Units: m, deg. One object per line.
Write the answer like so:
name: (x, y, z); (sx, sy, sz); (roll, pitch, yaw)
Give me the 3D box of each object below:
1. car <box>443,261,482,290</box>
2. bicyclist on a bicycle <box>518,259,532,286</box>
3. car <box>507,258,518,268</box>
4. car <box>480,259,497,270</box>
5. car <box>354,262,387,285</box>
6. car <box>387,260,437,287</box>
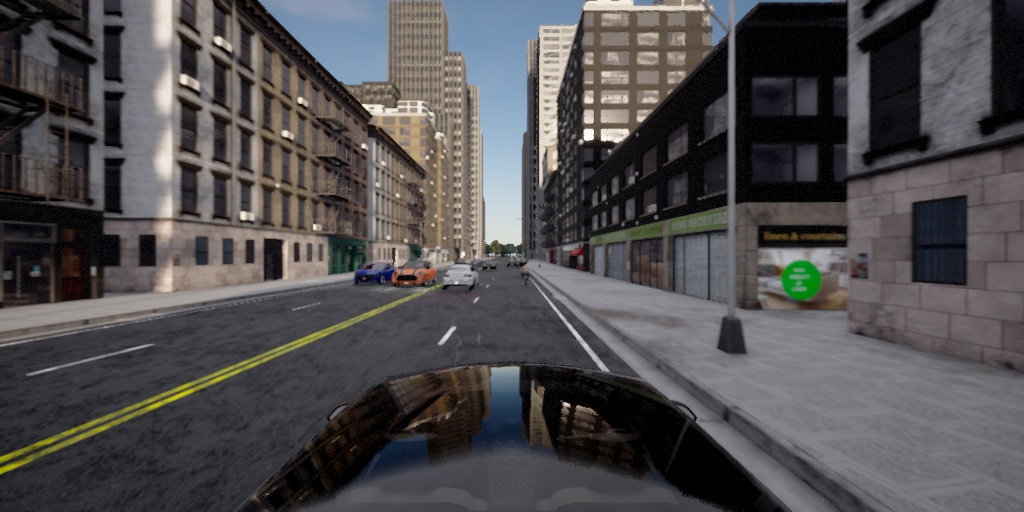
car: (-3.140, 1.266, 22.554); (1.812, 1.442, 4.674); (0, 0, 0)
bicyclist on a bicycle: (0.891, 1.177, 23.245); (0.866, 1.612, 1.509); (0, 0, 0)
car: (0.072, 1.247, 62.554); (1.812, 1.442, 4.674); (0, 0, 0)
car: (-3.131, 1.330, 51.449); (1.895, 1.301, 4.718); (0, 0, 0)
car: (-9.836, 1.217, 26.348); (1.882, 1.535, 5.008); (0, 0, 0)
car: (-6.587, 1.092, 24.596); (2.097, 1.767, 4.553); (0, 0, 0)
